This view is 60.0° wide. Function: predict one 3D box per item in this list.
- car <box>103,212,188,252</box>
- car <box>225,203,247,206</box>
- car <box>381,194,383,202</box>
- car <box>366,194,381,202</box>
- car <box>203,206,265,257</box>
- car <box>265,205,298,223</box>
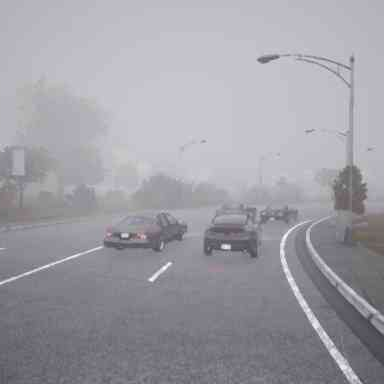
[{"bbox_3d":[-1.675,1.536,13.871,2.033,1.411,5.357,0,0,15],"label":"car"},{"bbox_3d":[3.779,1.585,27.351,1.895,1.301,4.718,1,0,29],"label":"car"},{"bbox_3d":[39.303,1.364,64.673,4.892,1.490,1.837,-1,2,-37],"label":"car"},{"bbox_3d":[37.237,1.154,67.494,4.553,1.767,2.097,-1,2,-37],"label":"car"},{"bbox_3d":[1.712,1.509,12.988,1.837,1.490,4.892,0,0,15],"label":"car"},{"bbox_3d":[6.828,1.624,25.633,1.895,1.301,4.718,1,0,29],"label":"car"}]
